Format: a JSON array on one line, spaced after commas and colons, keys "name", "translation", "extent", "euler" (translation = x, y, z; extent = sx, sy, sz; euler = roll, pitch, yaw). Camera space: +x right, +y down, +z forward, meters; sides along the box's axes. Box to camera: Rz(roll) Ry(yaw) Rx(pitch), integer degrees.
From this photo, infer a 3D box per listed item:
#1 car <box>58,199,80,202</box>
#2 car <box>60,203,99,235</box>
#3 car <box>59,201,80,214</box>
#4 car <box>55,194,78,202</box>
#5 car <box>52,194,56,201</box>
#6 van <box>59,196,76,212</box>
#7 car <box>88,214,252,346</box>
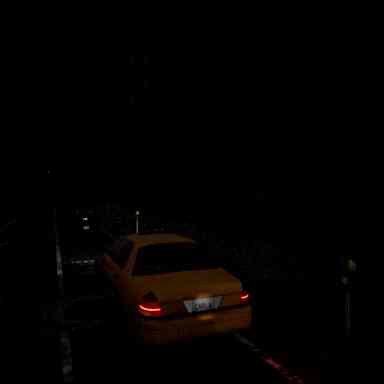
[{"name": "car", "translation": [-10.387, 1.567, 28.868], "extent": [1.947, 1.339, 4.313], "euler": [0, 0, -23]}, {"name": "car", "translation": [-6.134, 1.551, 18.673], "extent": [2.008, 1.369, 4.403], "euler": [0, 0, -23]}, {"name": "car", "translation": [-8.260, 1.551, 23.771], "extent": [2.008, 1.369, 4.403], "euler": [0, 0, -23]}, {"name": "car", "translation": [-12.514, 1.316, 33.967], "extent": [2.192, 1.841, 5.009], "euler": [0, 0, -23]}, {"name": "car", "translation": [-31.802, 1.469, 79.461], "extent": [1.967, 1.590, 4.097], "euler": [0, 0, -24]}, {"name": "van", "translation": [-14.640, 1.342, 39.064], "extent": [1.690, 1.788, 3.998], "euler": [0, 0, -23]}, {"name": "car", "translation": [-0.841, 1.457, 6.743], "extent": [1.801, 1.575, 5.366], "euler": [0, 0, -23]}]
